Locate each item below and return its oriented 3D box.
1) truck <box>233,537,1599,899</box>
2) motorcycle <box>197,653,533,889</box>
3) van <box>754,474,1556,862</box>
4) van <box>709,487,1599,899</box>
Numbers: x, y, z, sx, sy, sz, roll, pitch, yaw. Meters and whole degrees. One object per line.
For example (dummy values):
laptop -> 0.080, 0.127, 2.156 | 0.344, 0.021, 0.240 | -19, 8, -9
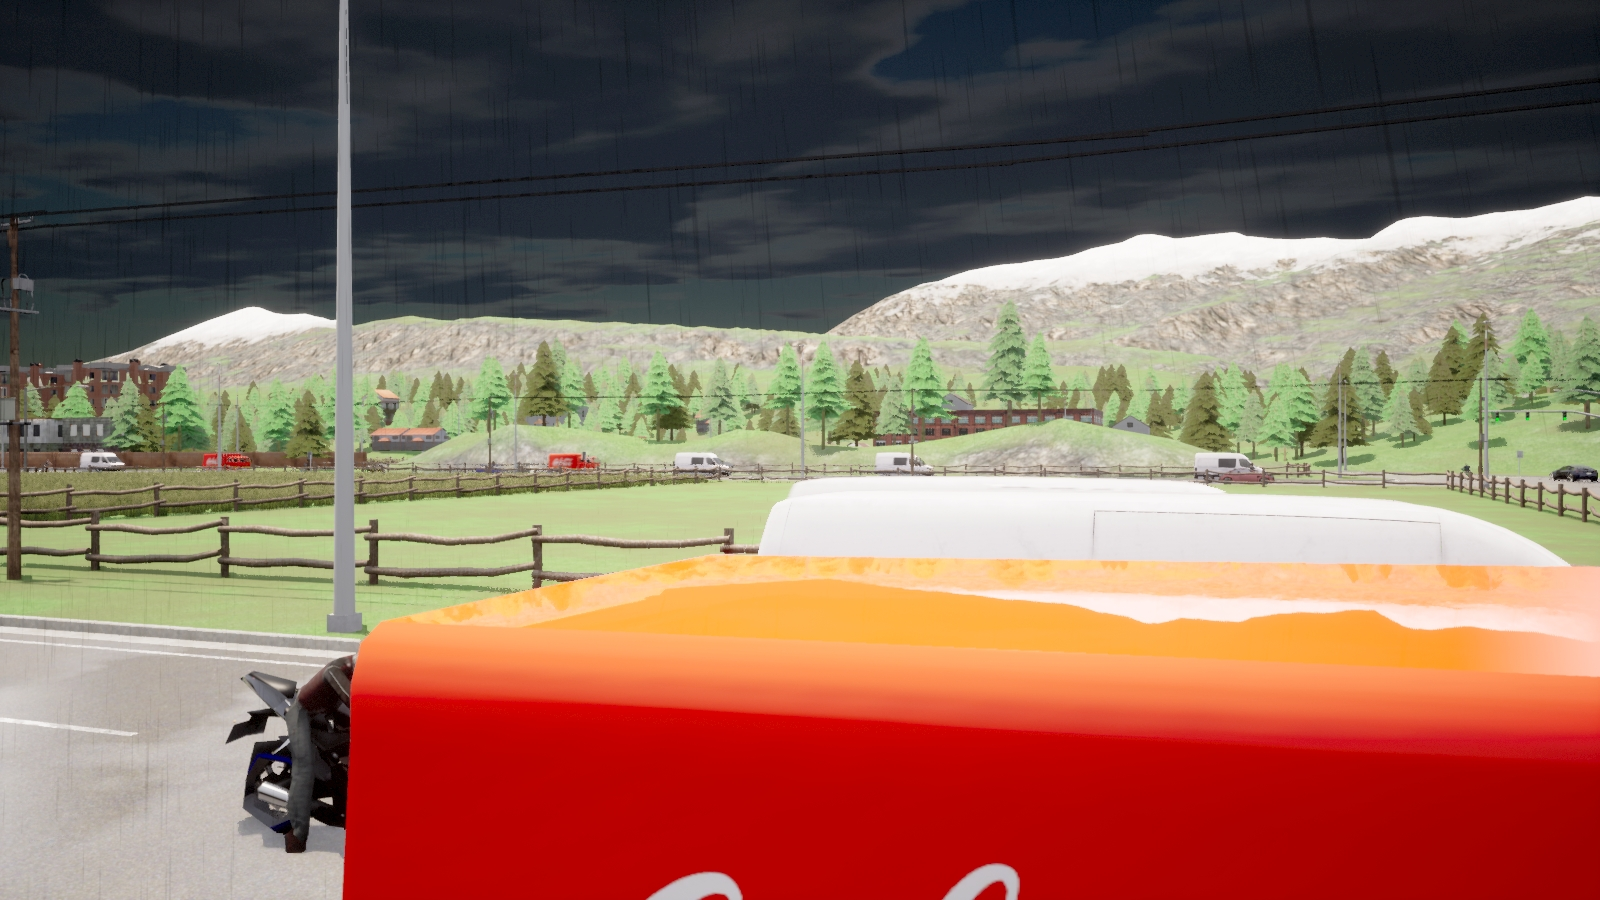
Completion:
truck -> 1.693, 1.577, 2.753 | 5.204, 2.467, 2.627 | -1, 0, 21
motorcycle -> -3.100, 2.209, 8.150 | 2.209, 1.251, 0.867 | 0, 0, 20
van -> 2.722, 1.535, 9.753 | 5.915, 2.561, 1.988 | 0, 0, 20
van -> 2.633, 1.535, 6.060 | 5.915, 2.561, 1.988 | 0, 0, 20
